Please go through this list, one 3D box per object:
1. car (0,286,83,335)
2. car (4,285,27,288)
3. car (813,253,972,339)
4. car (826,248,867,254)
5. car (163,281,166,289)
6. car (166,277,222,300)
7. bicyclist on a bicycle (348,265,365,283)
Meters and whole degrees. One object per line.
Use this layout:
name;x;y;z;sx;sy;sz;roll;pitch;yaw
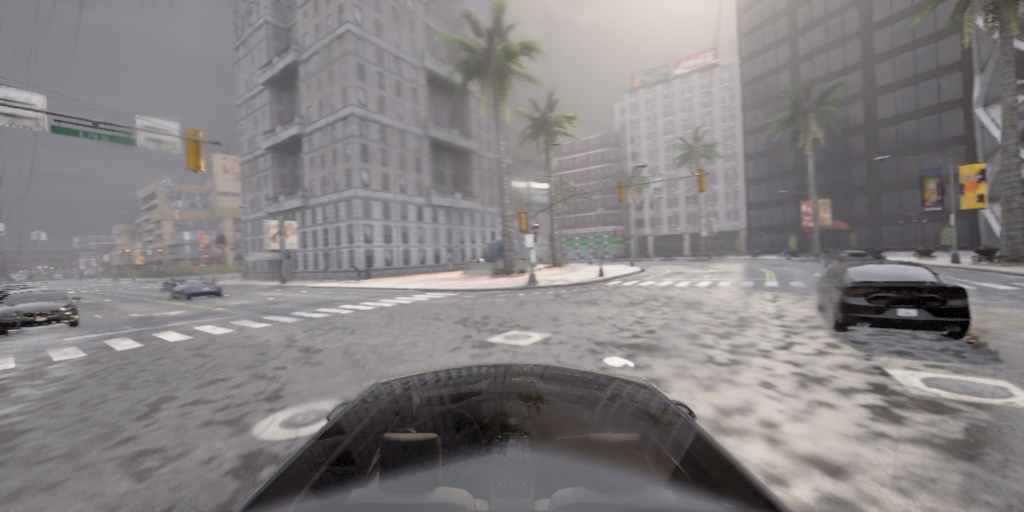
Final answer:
car;-18.688;2.074;14.100;4.892;1.490;1.837;-2;0;35
car;-29.450;2.605;21.603;4.181;1.385;1.994;-3;0;35
car;8.756;0.835;8.699;1.882;1.535;5.008;-3;0;35
car;24.435;0.159;26.259;1.837;1.490;4.892;-2;0;28
car;-36.967;2.965;39.734;4.718;1.301;1.895;-2;0;35
car;-22.428;2.292;25.468;4.181;1.385;1.994;-3;0;35
bicyclist on a bicycle;-14.275;1.664;32.931;0.582;1.620;1.656;-3;0;35
